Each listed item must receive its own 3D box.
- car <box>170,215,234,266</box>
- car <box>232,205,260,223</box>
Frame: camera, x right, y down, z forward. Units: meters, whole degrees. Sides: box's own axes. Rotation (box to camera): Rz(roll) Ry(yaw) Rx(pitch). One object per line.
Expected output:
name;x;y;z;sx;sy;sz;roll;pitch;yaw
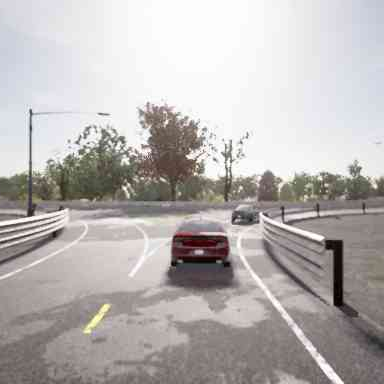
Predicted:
car;0.367;1.635;12.252;1.882;1.535;5.008;0;0;3
car;4.907;1.906;29.703;1.812;1.442;4.674;0;-1;25
